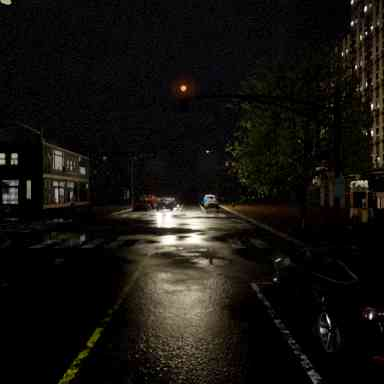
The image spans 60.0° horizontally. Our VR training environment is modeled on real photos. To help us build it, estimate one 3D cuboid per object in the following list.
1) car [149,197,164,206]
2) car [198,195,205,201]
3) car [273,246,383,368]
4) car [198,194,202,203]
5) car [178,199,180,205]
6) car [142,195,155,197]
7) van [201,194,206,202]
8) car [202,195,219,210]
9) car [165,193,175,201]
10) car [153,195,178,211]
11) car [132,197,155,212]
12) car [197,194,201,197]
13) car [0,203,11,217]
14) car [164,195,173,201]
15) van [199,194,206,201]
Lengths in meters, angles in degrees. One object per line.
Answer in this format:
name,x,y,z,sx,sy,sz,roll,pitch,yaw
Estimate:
car,-5.758,1.555,54.881,2.008,1.369,4.403,0,0,0
car,2.578,1.534,88.371,1.752,1.417,4.829,0,0,0
car,2.687,1.566,5.763,1.947,1.339,4.313,0,0,0
car,2.614,1.556,60.446,2.008,1.369,4.403,0,0,0
car,-3.166,1.567,49.137,1.994,1.385,4.181,0,0,-1
car,-5.743,1.318,43.779,2.192,1.841,5.009,0,0,0
van,2.630,1.345,49.344,1.690,1.788,3.998,0,0,0
car,2.636,1.528,43.962,1.752,1.417,4.829,0,0,0
car,-5.802,1.324,88.187,2.192,1.841,5.009,0,0,0
car,-3.145,1.494,40.006,2.128,1.511,4.902,0,0,0
car,-5.736,1.584,38.228,1.802,1.307,4.206,0,0,0
car,2.600,1.572,71.548,1.947,1.339,4.313,0,0,0
car,-17.304,1.371,27.216,4.507,1.381,1.887,1,-1,-1
car,-5.795,1.558,82.636,2.008,1.369,4.403,0,0,0
van,2.587,1.349,82.650,1.690,1.788,3.998,0,0,0
